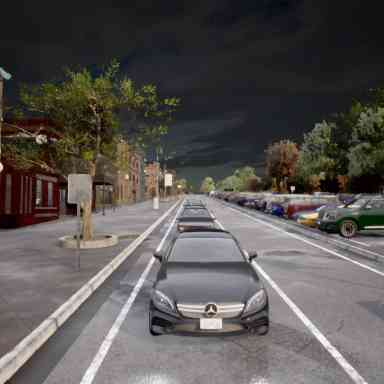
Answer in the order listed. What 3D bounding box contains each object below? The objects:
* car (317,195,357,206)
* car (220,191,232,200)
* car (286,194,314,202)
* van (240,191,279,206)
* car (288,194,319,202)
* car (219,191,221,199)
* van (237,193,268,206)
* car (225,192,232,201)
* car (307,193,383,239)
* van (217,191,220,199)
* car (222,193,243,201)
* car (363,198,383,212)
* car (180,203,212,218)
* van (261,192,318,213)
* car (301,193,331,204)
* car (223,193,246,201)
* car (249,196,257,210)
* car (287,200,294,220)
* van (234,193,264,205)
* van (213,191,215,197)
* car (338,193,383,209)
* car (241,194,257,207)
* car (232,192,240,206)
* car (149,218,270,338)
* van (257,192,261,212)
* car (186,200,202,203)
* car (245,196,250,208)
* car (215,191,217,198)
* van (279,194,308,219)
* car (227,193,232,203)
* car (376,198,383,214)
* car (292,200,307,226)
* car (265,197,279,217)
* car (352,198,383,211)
[{"bbox_3d":[22.315,1.332,51.313,5.366,1.575,1.946,0,1,0],"label":"car"},{"bbox_3d":[8.928,0.962,64.699,5.566,2.045,2.435,0,1,0],"label":"car"},{"bbox_3d":[22.020,1.187,67.966,4.892,1.521,2.231,0,1,0],"label":"car"},{"bbox_3d":[9.208,1.163,45.080,4.442,1.987,1.878,0,0,0],"label":"van"},{"bbox_3d":[21.848,1.208,65.188,5.366,1.575,1.946,0,1,0],"label":"car"},{"bbox_3d":[8.909,0.937,67.502,5.566,2.045,2.435,0,1,0],"label":"car"},{"bbox_3d":[9.170,1.113,50.685,4.442,1.987,1.878,0,1,0],"label":"van"},{"bbox_3d":[8.974,1.279,61.899,4.674,1.452,2.002,0,1,0],"label":"car"},{"bbox_3d":[9.256,1.220,17.038,5.566,2.045,2.435,0,0,0],"label":"car"},{"bbox_3d":[8.744,0.863,78.714,4.442,1.987,1.878,0,1,0],"label":"van"},{"bbox_3d":[8.868,1.013,73.110,4.553,1.767,2.185,0,1,0],"label":"car"},{"bbox_3d":[22.195,1.468,37.426,4.792,1.488,2.163,0,0,0],"label":"car"},{"bbox_3d":[0.197,1.532,17.413,2.033,1.411,5.357,0,0,0],"label":"car"},{"bbox_3d":[9.071,1.230,31.057,4.442,1.987,1.878,0,0,0],"label":"van"},{"bbox_3d":[22.103,1.135,59.639,4.553,1.767,2.185,0,1,0],"label":"car"},{"bbox_3d":[8.887,1.038,70.306,4.553,1.767,2.185,0,1,0],"label":"car"},{"bbox_3d":[9.179,1.469,36.663,4.792,1.488,2.163,0,0,0],"label":"car"},{"bbox_3d":[9.248,1.506,22.645,4.674,1.452,2.002,0,0,0],"label":"car"},{"bbox_3d":[9.151,1.088,53.488,4.442,1.987,1.878,0,1,0],"label":"van"},{"bbox_3d":[8.667,0.763,89.927,4.442,1.987,1.878,0,1,0],"label":"van"},{"bbox_3d":[22.157,1.153,42.982,5.566,2.045,2.435,0,0,0],"label":"car"},{"bbox_3d":[9.117,1.408,42.274,4.892,1.521,2.231,0,0,0],"label":"car"},{"bbox_3d":[9.044,1.112,47.880,5.566,2.045,2.435,0,1,0],"label":"car"},{"bbox_3d":[0.254,1.524,6.834,1.812,1.442,4.674,0,0,0],"label":"car"},{"bbox_3d":[9.285,1.222,33.860,4.442,1.987,1.878,0,0,0],"label":"van"},{"bbox_3d":[0.227,1.442,29.861,2.128,1.511,4.902,0,0,0],"label":"car"},{"bbox_3d":[9.127,1.465,39.471,4.674,1.452,2.002,0,0,0],"label":"car"},{"bbox_3d":[8.836,1.064,81.520,5.008,1.535,2.097,0,1,0],"label":"car"},{"bbox_3d":[9.343,1.237,25.448,4.442,1.987,1.878,0,0,0],"label":"van"},{"bbox_3d":[9.008,1.290,56.293,4.892,1.521,2.231,0,1,0],"label":"car"},{"bbox_3d":[22.428,1.444,34.655,5.366,1.575,1.946,0,0,0],"label":"car"},{"bbox_3d":[9.079,1.466,19.840,5.366,1.575,1.946,0,0,0],"label":"car"},{"bbox_3d":[9.202,1.460,28.251,5.008,1.535,2.097,0,0,0],"label":"car"},{"bbox_3d":[22.234,1.451,40.209,4.792,1.488,2.163,0,0,0],"label":"car"}]
